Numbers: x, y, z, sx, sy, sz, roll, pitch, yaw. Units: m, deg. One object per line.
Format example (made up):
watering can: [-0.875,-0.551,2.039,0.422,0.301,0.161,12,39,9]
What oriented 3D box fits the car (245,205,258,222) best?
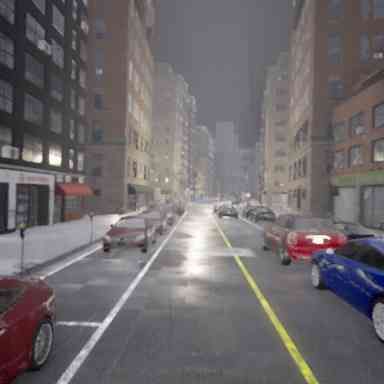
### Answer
car: [6.376,2.020,30.447,1.947,1.339,4.313,1,-1,1]

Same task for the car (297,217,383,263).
car: [6.040,1.851,13.933,1.947,1.339,4.313,1,-1,1]

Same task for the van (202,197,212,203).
van: [3.818,2.250,92.534,1.690,1.788,3.998,1,0,10]

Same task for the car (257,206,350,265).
car: [4.008,1.575,12.601,2.097,1.767,4.553,1,-1,1]

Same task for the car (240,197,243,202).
car: [12.205,2.671,91.041,1.947,1.339,4.313,1,-1,10]

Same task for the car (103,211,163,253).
car: [-2.481,1.668,14.095,1.802,1.307,4.206,1,-1,1]

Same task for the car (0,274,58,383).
car: [-2.704,1.551,3.082,1.802,1.307,4.206,1,-1,1]

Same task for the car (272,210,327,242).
car: [6.157,1.869,19.608,1.752,1.417,4.829,1,-1,1]

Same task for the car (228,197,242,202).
car: [10.285,2.546,80.217,1.947,1.339,4.313,1,0,10]

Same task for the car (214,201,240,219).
car: [3.659,1.995,34.738,1.994,1.385,4.181,1,-1,1]

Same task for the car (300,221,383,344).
car: [3.944,1.640,6.631,1.882,1.535,5.008,1,-1,1]

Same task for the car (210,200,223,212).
car: [3.816,2.129,44.711,1.895,1.301,4.718,1,-1,1]

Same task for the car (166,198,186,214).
car: [-1.918,1.679,41.630,2.192,1.841,5.009,1,-1,1]

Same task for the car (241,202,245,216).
car: [6.488,2.075,35.953,1.947,1.339,4.313,1,-1,1]

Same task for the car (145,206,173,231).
car: [-2.369,1.725,19.601,1.802,1.307,4.206,1,-1,1]

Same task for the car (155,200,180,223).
car: [-2.255,1.640,25.109,1.967,1.590,4.097,1,-1,1]

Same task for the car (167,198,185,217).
car: [-2.030,1.625,36.123,2.192,1.841,5.009,1,-1,1]
